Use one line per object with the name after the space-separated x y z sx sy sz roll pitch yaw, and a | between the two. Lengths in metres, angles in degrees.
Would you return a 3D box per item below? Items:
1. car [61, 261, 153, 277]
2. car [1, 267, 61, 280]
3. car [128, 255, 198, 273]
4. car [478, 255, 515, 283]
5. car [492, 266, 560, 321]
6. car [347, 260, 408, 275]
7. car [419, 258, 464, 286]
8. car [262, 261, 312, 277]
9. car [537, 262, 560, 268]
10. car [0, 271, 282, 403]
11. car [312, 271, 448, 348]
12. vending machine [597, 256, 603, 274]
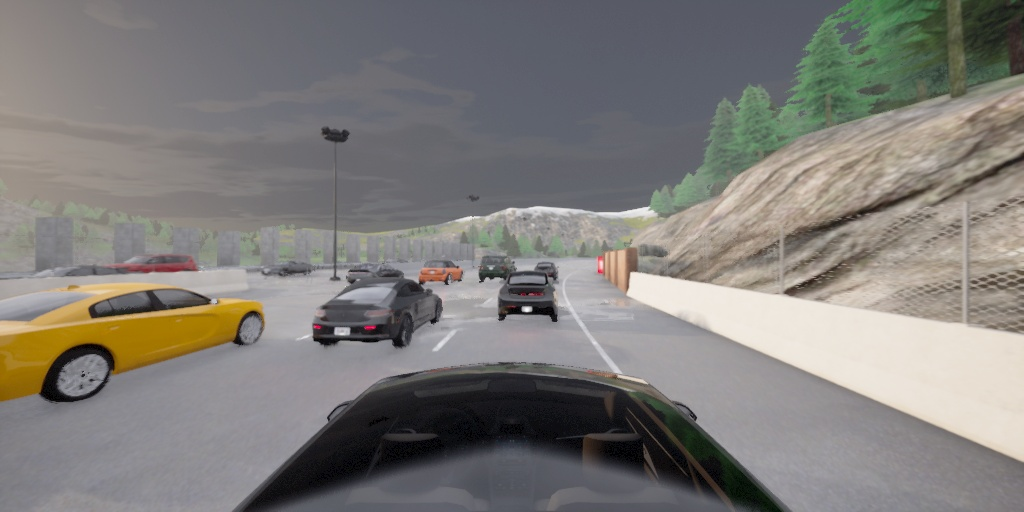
-20.367 1.181 16.628 1.882 1.535 5.008 0 0 5 | car
-10.272 1.077 4.995 2.097 1.767 4.553 0 0 1 | car
-26.330 0.916 26.239 2.150 2.045 5.566 0 0 8 | car
-1.073 0.978 28.258 2.150 2.045 5.566 0 0 9 | car
0.593 1.260 12.573 1.837 1.490 4.892 0 0 4 | car
-8.823 1.227 23.558 2.128 1.511 4.902 0 0 7 | car
-4.966 1.098 25.790 2.097 1.767 4.553 0 0 8 | car
-21.472 1.199 34.382 2.128 1.511 4.902 0 0 10 | car
2.968 1.273 30.863 1.837 1.490 4.892 0 0 10 | car
-6.747 1.212 6.361 1.882 1.535 5.008 0 0 2 | car
-3.135 1.270 9.125 1.812 1.442 4.674 0 0 2 | car
10.435 0.987 41.985 1.100 2.100 0.880 0 0 15 | vending machine
